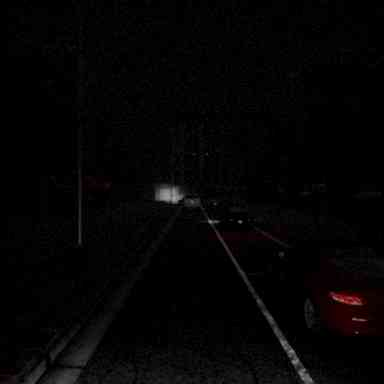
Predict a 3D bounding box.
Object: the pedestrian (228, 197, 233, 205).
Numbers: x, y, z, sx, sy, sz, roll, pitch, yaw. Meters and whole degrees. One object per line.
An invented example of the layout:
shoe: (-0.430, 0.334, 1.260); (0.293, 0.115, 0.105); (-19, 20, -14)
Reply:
pedestrian: (2.754, 1.283, 24.146); (0.375, 1.860, 0.375); (0, 0, 0)

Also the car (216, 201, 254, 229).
car: (2.754, 1.516, 21.302); (1.812, 1.442, 4.674); (0, 0, 0)

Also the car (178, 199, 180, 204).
car: (-1.000, 1.596, 60.151); (1.895, 1.301, 4.718); (1, 0, -22)

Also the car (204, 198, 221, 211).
car: (2.652, 1.431, 39.386); (1.967, 1.590, 4.097); (0, 0, 0)

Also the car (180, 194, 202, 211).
car: (0.047, 1.213, 41.379); (2.150, 2.045, 5.566); (0, 0, 1)

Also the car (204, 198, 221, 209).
car: (2.652, 1.544, 44.890); (2.008, 1.369, 4.403); (0, 0, 0)

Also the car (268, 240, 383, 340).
car: (2.646, 1.577, 6.365); (1.802, 1.307, 4.206); (0, 0, 0)
